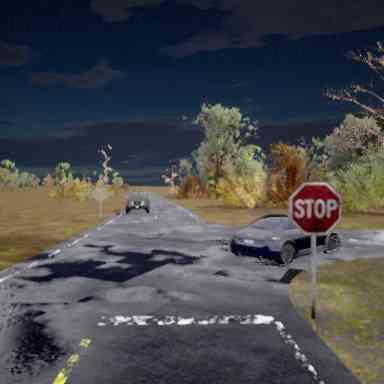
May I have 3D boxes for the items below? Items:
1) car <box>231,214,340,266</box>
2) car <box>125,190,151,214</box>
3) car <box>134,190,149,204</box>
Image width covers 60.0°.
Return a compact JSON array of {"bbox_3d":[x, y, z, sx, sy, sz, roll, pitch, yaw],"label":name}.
[{"bbox_3d":[3.260,1.452,11.312,4.181,1.385,1.994,0,0,-40],"label":"car"},{"bbox_3d":[-5.060,0.901,31.484,2.150,2.045,5.566,0,1,-7],"label":"car"},{"bbox_3d":[-7.532,0.715,49.871,2.150,2.045,5.566,0,0,-8],"label":"car"}]
